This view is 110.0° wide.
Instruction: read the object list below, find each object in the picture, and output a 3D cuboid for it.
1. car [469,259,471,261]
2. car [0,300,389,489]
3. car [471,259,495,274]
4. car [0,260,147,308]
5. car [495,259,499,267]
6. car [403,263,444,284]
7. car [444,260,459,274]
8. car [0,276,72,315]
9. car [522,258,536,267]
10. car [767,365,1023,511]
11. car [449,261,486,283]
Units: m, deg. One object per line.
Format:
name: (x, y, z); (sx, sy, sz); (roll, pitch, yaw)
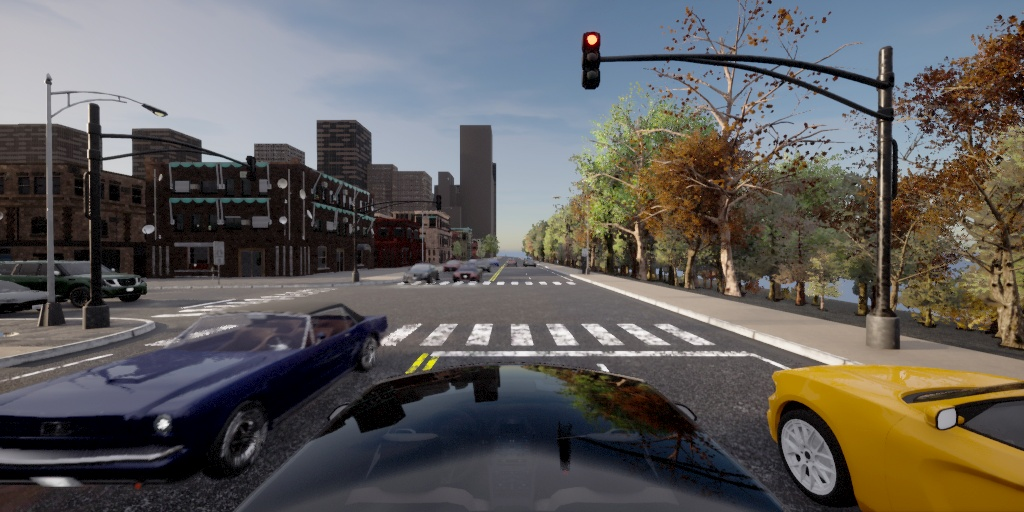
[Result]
car: (-6.619, 1.253, 61.590); (1.812, 1.442, 4.674); (0, 0, 0)
car: (-3.354, 1.350, 4.841); (1.895, 1.301, 4.718); (0, 0, 0)
car: (-3.389, 1.241, 42.002); (1.837, 1.490, 4.892); (0, 0, 0)
car: (-20.010, 1.194, 16.159); (5.566, 2.045, 2.150); (-1, 1, 0)
car: (-3.346, 1.204, 64.682); (1.882, 1.535, 5.008); (0, 0, 0)
car: (-6.622, 1.269, 26.686); (1.812, 1.442, 4.674); (0, 0, 0)
car: (-6.639, 1.214, 41.205); (1.882, 1.535, 5.008); (0, 0, 0)
car: (-19.958, 1.565, 13.458); (4.313, 1.339, 1.948); (0, 0, 0)
car: (3.282, 1.290, 64.455); (1.994, 1.385, 4.181); (0, 0, 1)
car: (3.351, 1.228, 1.351); (1.882, 1.535, 5.008); (0, 0, 0)
car: (-3.375, 1.306, 27.908); (1.994, 1.385, 4.181); (0, 0, 0)
